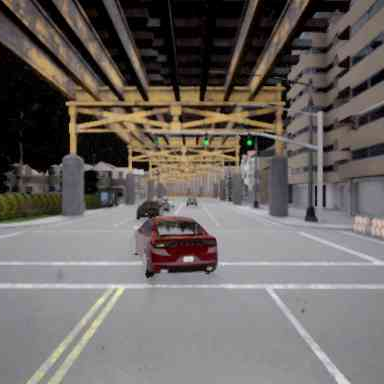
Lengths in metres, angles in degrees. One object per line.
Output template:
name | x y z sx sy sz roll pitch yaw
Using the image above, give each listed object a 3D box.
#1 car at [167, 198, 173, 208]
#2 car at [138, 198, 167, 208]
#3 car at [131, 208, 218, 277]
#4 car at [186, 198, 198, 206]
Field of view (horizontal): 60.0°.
car | -3.592 1.610 38.576 1.994 1.385 4.181 0 0 0
car | -3.582 1.512 28.955 1.882 1.535 5.008 0 0 1
car | -0.741 1.490 10.524 1.882 1.535 5.008 0 0 -15
car | -0.003 1.613 54.404 2.033 1.411 5.357 0 0 0
